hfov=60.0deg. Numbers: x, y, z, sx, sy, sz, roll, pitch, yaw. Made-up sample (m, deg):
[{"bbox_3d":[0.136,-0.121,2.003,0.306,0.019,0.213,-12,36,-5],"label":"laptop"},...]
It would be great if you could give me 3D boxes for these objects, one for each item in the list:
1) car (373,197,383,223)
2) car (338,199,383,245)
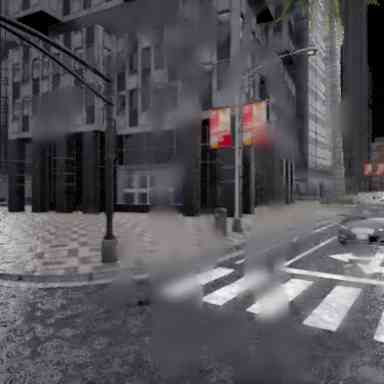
[{"bbox_3d":[13.072,1.124,21.573,1.812,1.442,4.674,0,1,35],"label":"car"},{"bbox_3d":[7.267,1.234,13.369,2.128,1.511,4.902,0,1,36],"label":"car"}]
